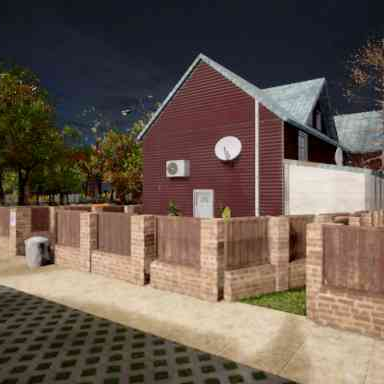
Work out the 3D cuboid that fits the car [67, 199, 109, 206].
[{"bbox_3d":[-10.032,1.459,31.706,2.097,1.767,4.553,0,0,35],"label":"car"}]
